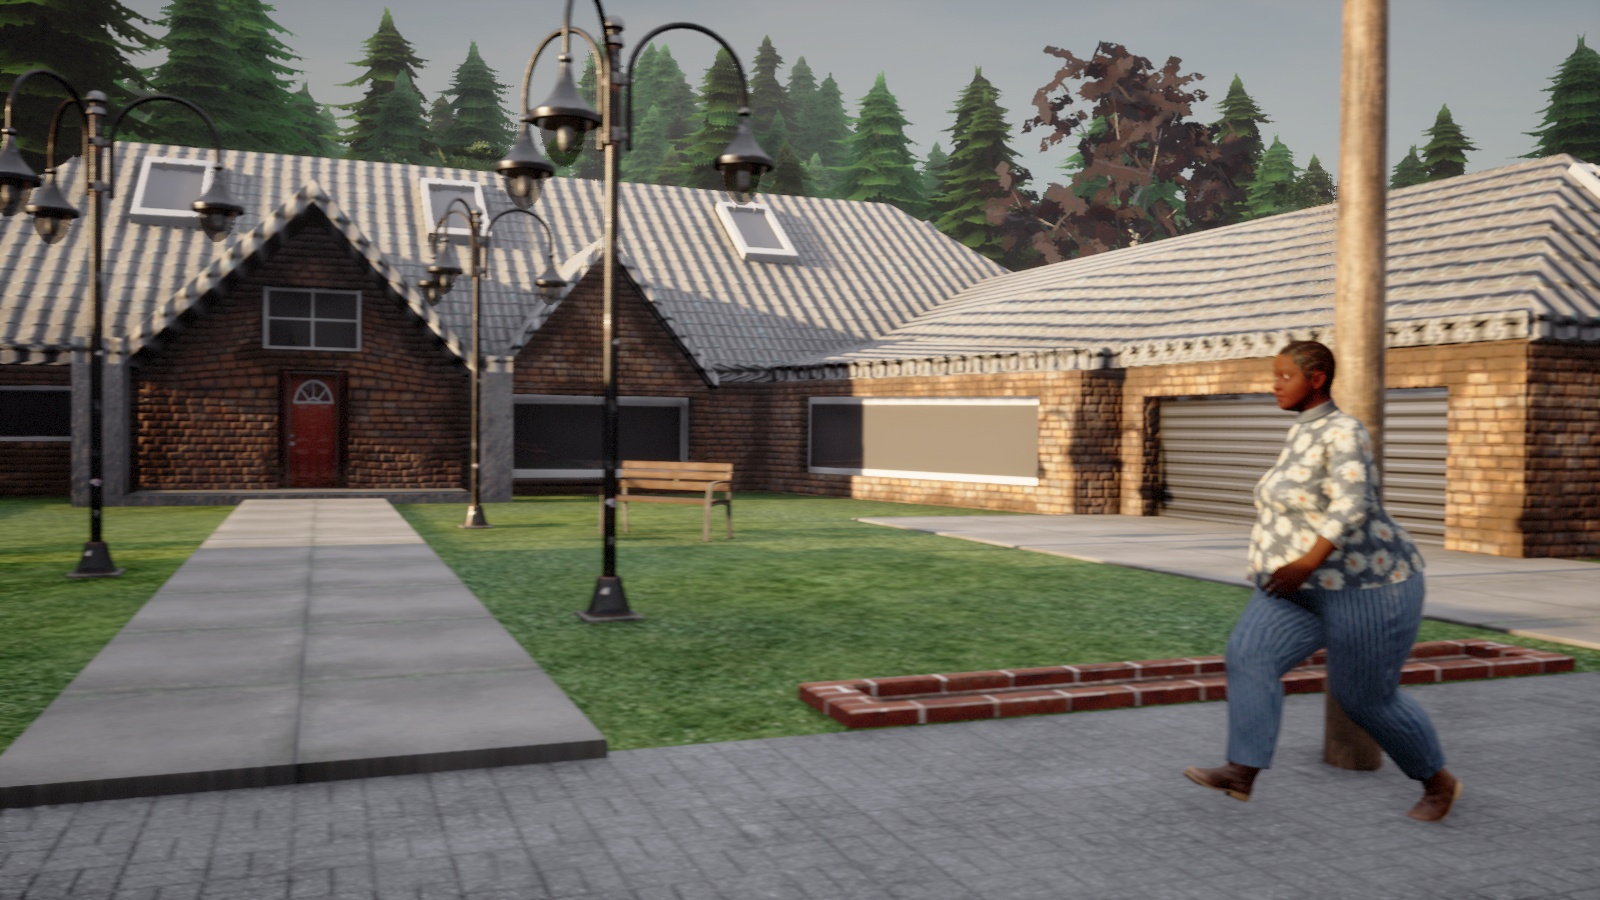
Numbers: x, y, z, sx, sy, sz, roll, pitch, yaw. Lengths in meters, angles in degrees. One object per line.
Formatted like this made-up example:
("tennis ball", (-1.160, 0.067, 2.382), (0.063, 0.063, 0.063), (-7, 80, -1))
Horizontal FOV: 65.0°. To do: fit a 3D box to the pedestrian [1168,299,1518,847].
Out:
("pedestrian", (1.982, 0.409, 4.712), (0.900, 1.855, 0.874), (-1, 1, -4))
